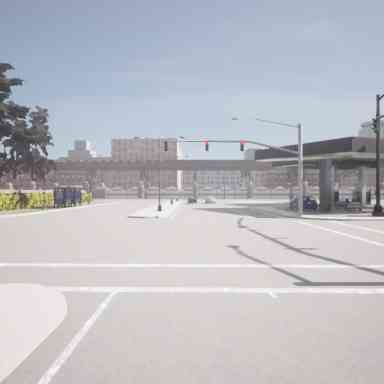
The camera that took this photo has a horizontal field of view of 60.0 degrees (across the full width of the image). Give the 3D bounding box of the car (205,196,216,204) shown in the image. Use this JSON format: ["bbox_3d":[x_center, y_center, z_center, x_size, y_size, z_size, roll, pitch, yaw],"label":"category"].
[{"bbox_3d":[3.563,1.525,64.414,1.812,1.442,4.674,0,0,0],"label":"car"}]

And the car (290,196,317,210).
[{"bbox_3d":[13.249,1.295,39.729,2.242,1.667,4.611,0,0,0],"label":"car"}]

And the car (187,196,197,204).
[{"bbox_3d":[0.063,1.547,64.417,2.033,1.411,5.357,0,0,0],"label":"car"}]

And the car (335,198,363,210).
[{"bbox_3d":[18.995,1.456,40.486,1.970,1.475,3.806,0,0,0],"label":"car"}]
